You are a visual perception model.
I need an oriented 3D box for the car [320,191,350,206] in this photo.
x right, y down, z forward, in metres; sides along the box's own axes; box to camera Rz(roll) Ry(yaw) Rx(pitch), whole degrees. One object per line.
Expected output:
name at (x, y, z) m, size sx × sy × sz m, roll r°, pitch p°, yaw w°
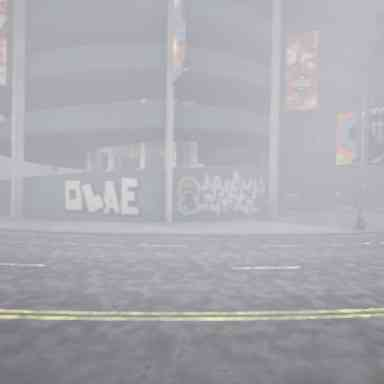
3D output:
car at (19.564, 0.844, 45.731) m, size 5.566 × 2.045 × 2.435 m, roll 1°, pitch 1°, yaw -38°
